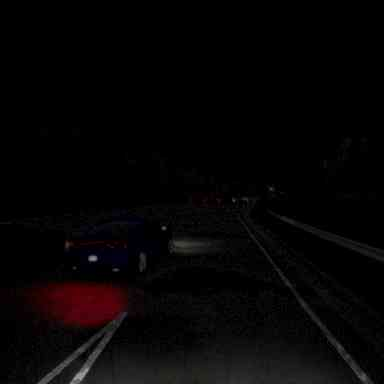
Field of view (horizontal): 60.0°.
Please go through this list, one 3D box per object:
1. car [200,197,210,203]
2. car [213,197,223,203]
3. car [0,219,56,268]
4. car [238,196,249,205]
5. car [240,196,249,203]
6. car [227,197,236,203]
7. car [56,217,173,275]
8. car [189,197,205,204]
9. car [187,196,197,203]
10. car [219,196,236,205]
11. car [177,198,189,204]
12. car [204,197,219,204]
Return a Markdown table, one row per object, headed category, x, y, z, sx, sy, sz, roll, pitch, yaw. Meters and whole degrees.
| category | x | y | z | sx | sy | sz | roll | pitch | yaw |
| --- | --- | --- | --- | --- | --- | --- | --- | --- | --- |
| car | 3.484 | 2.081 | 88.717 | 1.994 | 1.385 | 4.181 | 0 | 0 | 12 |
| car | 6.910 | 2.094 | 87.998 | 1.994 | 1.385 | 4.181 | 0 | 0 | 12 |
| car | -5.778 | 1.538 | 9.951 | 2.128 | 1.511 | 4.902 | 0 | 0 | 12 |
| car | 11.713 | 2.236 | 76.799 | 1.895 | 1.301 | 4.718 | 0 | 0 | 12 |
| car | 13.755 | 1.921 | 86.534 | 2.097 | 1.767 | 4.553 | 0 | 0 | 12 |
| car | 10.336 | 2.031 | 87.281 | 1.882 | 1.535 | 5.008 | 0 | 0 | 12 |
| car | -2.010 | 1.551 | 10.859 | 1.882 | 1.535 | 5.008 | 0 | 0 | 12 |
| car | 1.345 | 2.139 | 78.518 | 2.033 | 1.411 | 5.357 | 0 | 0 | 12 |
| car | 0.059 | 1.994 | 89.436 | 1.882 | 1.535 | 5.008 | 0 | 0 | 12 |
| car | 8.204 | 1.849 | 77.113 | 2.150 | 2.045 | 5.566 | 0 | 0 | 12 |
| car | -2.080 | 2.126 | 79.236 | 2.033 | 1.411 | 5.357 | 0 | 0 | 12 |
| car | 4.771 | 2.089 | 77.800 | 1.882 | 1.535 | 5.008 | 0 | 0 | 12 |
